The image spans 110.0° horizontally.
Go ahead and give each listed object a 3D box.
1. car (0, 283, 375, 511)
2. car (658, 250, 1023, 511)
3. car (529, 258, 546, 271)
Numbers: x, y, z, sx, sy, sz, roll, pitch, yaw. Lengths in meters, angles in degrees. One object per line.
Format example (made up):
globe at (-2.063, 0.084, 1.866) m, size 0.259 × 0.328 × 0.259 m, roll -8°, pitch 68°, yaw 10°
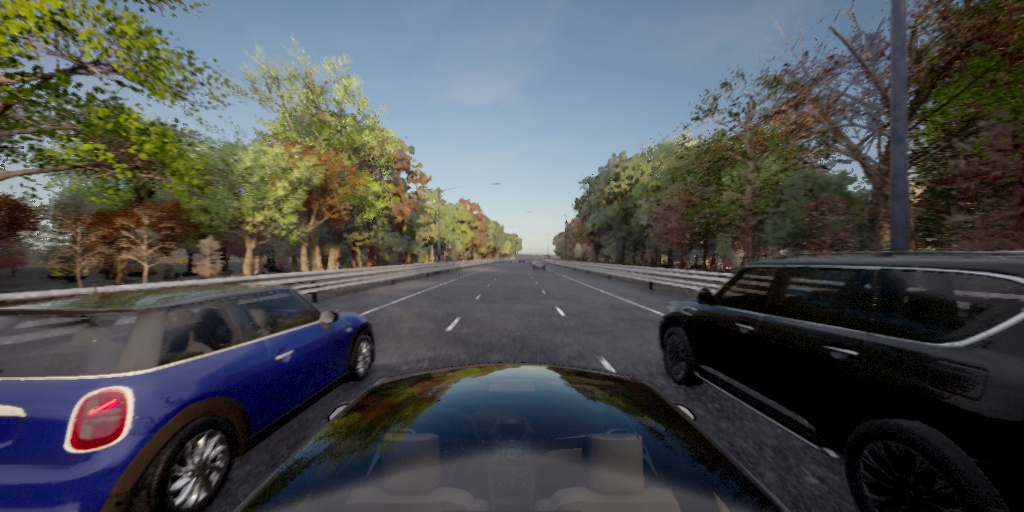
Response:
car at (-3.396, 1.107, 4.342) m, size 2.097 × 1.767 × 4.553 m, roll 0°, pitch 0°, yaw 0°
car at (3.602, 0.983, 3.852) m, size 2.150 × 2.045 × 5.566 m, roll 0°, pitch 0°, yaw 0°
car at (4.120, 1.415, 54.497) m, size 2.128 × 1.511 × 4.902 m, roll 0°, pitch 0°, yaw 1°
